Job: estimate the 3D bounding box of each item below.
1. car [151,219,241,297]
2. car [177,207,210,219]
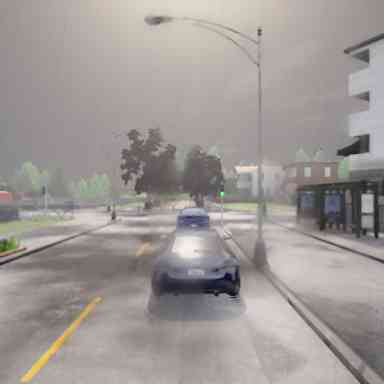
[{"bbox_3d":[0.093,1.635,8.823,1.994,1.385,4.181,0,0,0],"label":"car"},{"bbox_3d":[0.081,1.637,20.033,1.882,1.535,5.008,0,0,0],"label":"car"}]
